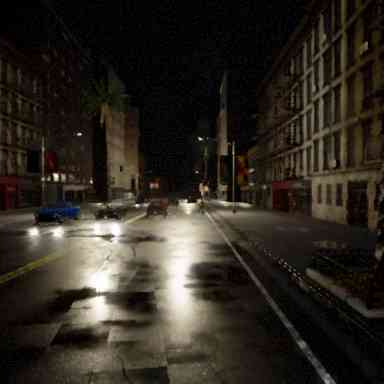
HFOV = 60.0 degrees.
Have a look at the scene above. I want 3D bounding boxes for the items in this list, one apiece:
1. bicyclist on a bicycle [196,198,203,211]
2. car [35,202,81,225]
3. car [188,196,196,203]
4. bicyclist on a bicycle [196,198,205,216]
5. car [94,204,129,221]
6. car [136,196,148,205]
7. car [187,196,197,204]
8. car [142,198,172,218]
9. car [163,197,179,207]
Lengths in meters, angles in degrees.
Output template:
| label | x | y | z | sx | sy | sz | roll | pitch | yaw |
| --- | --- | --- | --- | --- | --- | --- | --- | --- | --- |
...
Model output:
| label | x | y | z | sx | sy | sz | roll | pitch | yaw |
| --- | --- | --- | --- | --- | --- | --- | --- | --- | --- |
| bicyclist on a bicycle | 0.914 | 1.523 | 41.004 | 0.866 | 1.612 | 1.509 | 0 | 0 | 0 |
| car | -9.843 | 1.512 | 24.734 | 1.882 | 1.535 | 5.008 | 0 | 0 | 0 |
| car | 0.010 | 1.798 | 81.337 | 1.837 | 1.490 | 4.892 | 0 | 0 | 0 |
| bicyclist on a bicycle | 0.898 | 1.504 | 30.217 | 0.582 | 1.620 | 1.656 | 0 | -1 | 0 |
| car | -6.592 | 1.644 | 27.625 | 1.895 | 1.301 | 4.718 | 0 | 0 | 0 |
| car | -9.749 | 1.550 | 65.333 | 2.097 | 1.767 | 4.553 | 0 | 0 | 0 |
| car | 0.009 | 1.782 | 70.132 | 1.994 | 1.385 | 4.181 | 0 | 0 | 0 |
| car | -3.146 | 1.579 | 30.963 | 1.812 | 1.442 | 4.674 | 0 | 0 | 0 |
| car | -3.143 | 1.635 | 54.644 | 2.128 | 1.511 | 4.902 | 0 | 0 | 0 |
